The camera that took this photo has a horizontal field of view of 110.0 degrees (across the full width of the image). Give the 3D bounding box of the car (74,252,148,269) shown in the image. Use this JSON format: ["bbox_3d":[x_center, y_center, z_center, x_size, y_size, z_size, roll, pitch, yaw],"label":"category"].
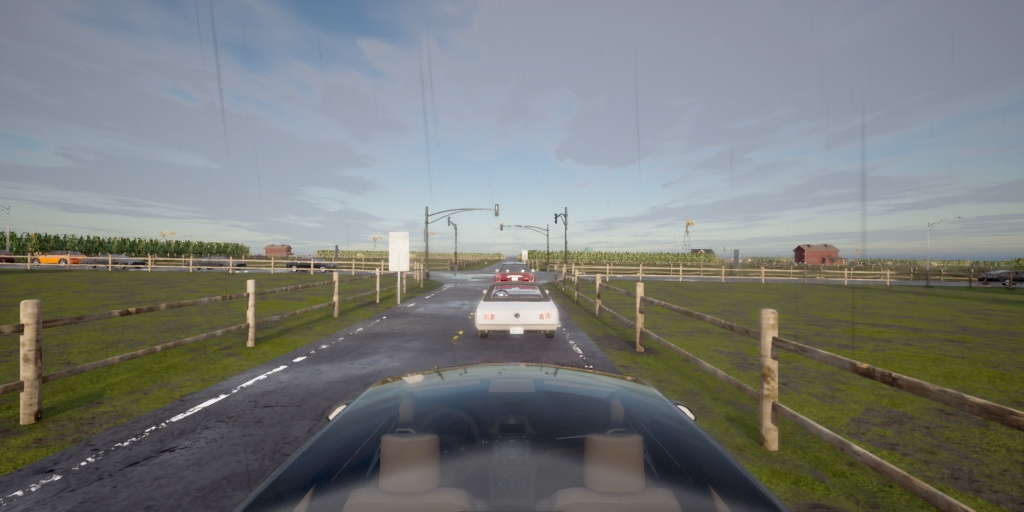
[{"bbox_3d":[-40.759,0.570,36.729,5.357,1.411,2.033,1,0,1],"label":"car"}]

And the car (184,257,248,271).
[{"bbox_3d":[-30.237,0.759,36.701,5.357,1.411,2.033,1,0,0],"label":"car"}]

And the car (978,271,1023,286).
[{"bbox_3d":[50.689,2.257,36.522,4.892,1.490,1.837,1,0,0],"label":"car"}]

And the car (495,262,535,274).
[{"bbox_3d":[0.164,1.103,19.087,2.097,1.767,4.553,0,0,1],"label":"car"}]

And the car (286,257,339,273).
[{"bbox_3d":[-20.348,0.896,36.674,4.892,1.490,1.837,1,0,0],"label":"car"}]

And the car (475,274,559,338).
[{"bbox_3d":[0.117,1.351,10.098,1.895,1.301,4.718,0,0,0],"label":"car"}]
